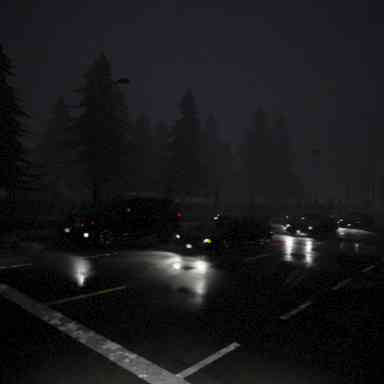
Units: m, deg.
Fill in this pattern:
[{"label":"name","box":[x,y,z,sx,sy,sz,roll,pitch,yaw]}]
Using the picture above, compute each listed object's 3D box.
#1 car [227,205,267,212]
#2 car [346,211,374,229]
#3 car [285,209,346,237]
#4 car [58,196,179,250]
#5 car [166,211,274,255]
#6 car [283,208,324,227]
[{"label":"car","box":[3.390,1.665,21.844,2.097,1.767,4.553,2,-1,41]},{"label":"car","box":[15.024,2.486,30.101,2.033,1.411,5.357,2,-1,41]},{"label":"car","box":[8.142,2.095,22.040,2.033,1.411,5.357,2,-1,40]},{"label":"car","box":[-2.853,1.180,14.506,2.150,2.045,5.566,2,-1,40]},{"label":"car","box":[1.619,1.724,14.380,2.033,1.411,5.357,2,-1,40]},{"label":"car","box":[10.016,2.216,29.631,1.812,1.442,4.674,2,-1,41]}]
